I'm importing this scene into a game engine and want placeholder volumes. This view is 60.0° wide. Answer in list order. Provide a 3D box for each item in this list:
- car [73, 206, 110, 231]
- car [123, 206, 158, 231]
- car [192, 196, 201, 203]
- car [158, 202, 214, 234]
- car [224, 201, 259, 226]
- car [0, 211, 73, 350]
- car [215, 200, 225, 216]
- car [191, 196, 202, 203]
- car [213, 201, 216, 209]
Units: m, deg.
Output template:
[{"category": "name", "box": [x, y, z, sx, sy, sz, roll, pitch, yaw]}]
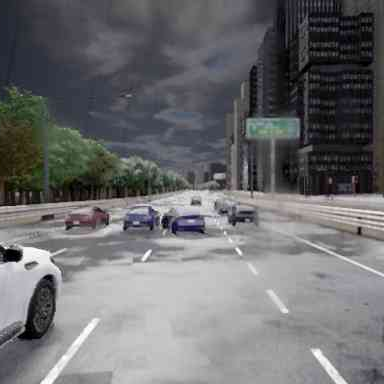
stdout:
[{"category": "car", "box": [-6.726, 1.648, 21.722, 1.812, 1.442, 4.674, 0, 0, 1]}, {"category": "car", "box": [-3.227, 1.648, 21.656, 1.812, 1.442, 4.674, 0, 0, 1]}, {"category": "car", "box": [1.046, 1.670, 76.135, 1.882, 1.535, 5.008, 0, 0, 1]}, {"category": "car", "box": [-0.541, 1.619, 20.055, 2.163, 1.488, 4.792, 0, 0, -13]}, {"category": "car", "box": [3.700, 1.641, 24.428, 1.837, 1.490, 4.892, 0, 0, 1]}, {"category": "car", "box": [-3.379, 1.243, 3.470, 2.150, 2.045, 5.566, 0, 0, 0]}, {"category": "car", "box": [3.832, 1.782, 35.428, 1.895, 1.301, 4.718, 0, 0, 1]}, {"category": "car", "box": [0.779, 1.749, 60.443, 1.812, 1.442, 4.674, 0, 0, 2]}, {"category": "car", "box": [3.989, 1.761, 46.368, 2.033, 1.411, 5.357, 0, 0, 1]}]
